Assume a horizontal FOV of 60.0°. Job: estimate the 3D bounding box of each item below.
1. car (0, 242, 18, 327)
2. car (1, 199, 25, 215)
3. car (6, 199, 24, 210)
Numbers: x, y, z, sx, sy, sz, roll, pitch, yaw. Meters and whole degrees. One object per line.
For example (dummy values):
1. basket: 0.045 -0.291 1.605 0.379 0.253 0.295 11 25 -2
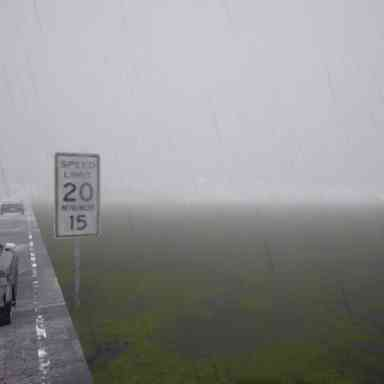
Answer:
1. car: -4.554 1.562 6.526 1.994 1.385 4.181 0 0 -27
2. car: -17.919 1.454 33.393 1.882 1.535 5.008 0 0 -26
3. car: -22.649 1.558 42.763 1.895 1.301 4.718 0 0 -26
